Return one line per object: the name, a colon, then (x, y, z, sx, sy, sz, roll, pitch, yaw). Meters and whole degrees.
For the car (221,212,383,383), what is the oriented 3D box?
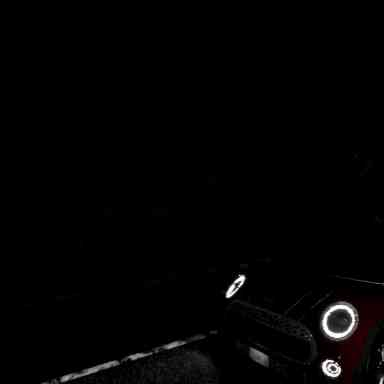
car: (2.621, 1.369, 5.250, 4.553, 1.767, 2.097, 0, 0, -35)

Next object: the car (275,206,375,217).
car: (3.216, 1.340, 8.850, 5.009, 1.841, 2.192, 0, 0, -36)
